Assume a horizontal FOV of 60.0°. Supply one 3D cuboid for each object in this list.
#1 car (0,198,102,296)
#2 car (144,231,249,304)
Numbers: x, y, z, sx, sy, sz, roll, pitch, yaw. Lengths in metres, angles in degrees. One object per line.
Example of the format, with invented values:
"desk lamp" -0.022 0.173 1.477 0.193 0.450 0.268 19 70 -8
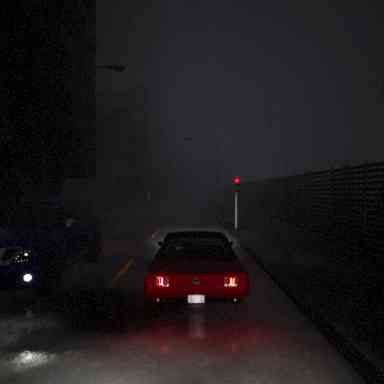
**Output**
"car" -4.086 1.217 8.980 2.150 2.045 5.566 0 0 0
"car" 0.089 1.598 8.081 1.895 1.301 4.718 0 0 0
